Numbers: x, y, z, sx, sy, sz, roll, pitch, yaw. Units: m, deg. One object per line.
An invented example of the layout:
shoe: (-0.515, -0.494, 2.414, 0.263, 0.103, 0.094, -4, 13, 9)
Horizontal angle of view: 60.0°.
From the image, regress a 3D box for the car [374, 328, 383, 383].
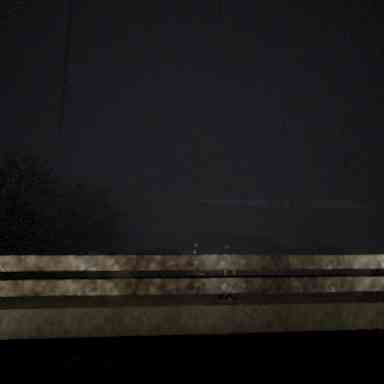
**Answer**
car: (4.549, 1.321, 2.739, 5.566, 2.045, 2.150, 1, 0, -6)
